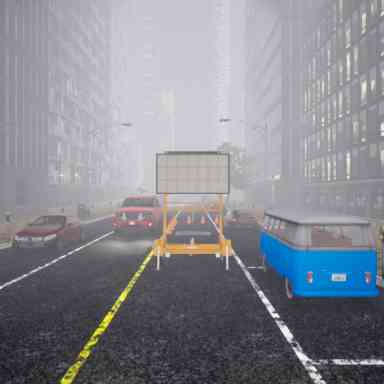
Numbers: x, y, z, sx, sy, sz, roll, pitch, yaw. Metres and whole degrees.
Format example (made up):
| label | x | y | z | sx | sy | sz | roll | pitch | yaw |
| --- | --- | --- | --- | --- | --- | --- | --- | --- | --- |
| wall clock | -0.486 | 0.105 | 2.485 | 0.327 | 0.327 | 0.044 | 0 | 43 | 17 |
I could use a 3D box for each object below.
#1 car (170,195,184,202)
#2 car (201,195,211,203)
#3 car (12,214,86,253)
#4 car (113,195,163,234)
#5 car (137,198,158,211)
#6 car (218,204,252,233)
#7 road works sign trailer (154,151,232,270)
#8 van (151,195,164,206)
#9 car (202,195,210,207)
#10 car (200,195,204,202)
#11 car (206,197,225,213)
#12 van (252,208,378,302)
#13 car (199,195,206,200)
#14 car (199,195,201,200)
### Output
| label | x | y | z | sx | sy | sz | roll | pitch | yaw |
| --- | --- | --- | --- | --- | --- | --- | --- | --- | --- |
| car | -2.909 | 1.577 | 60.819 | 1.895 | 1.301 | 4.718 | 0 | 0 | 1 |
| car | 2.878 | 1.401 | 70.592 | 1.967 | 1.590 | 4.097 | 0 | 0 | 0 |
| car | -5.656 | 1.582 | 13.693 | 1.802 | 1.307 | 4.206 | 0 | 0 | 0 |
| car | -3.048 | 1.221 | 19.657 | 2.150 | 2.045 | 5.566 | 0 | 0 | 0 |
| car | -5.580 | 1.548 | 42.156 | 2.008 | 1.369 | 4.403 | 0 | 0 | 0 |
| car | 2.740 | 1.581 | 19.360 | 1.802 | 1.307 | 4.206 | 0 | 0 | 0 |
| road works sign trailer | 0.027 | 0.464 | 11.002 | 2.380 | 3.560 | 2.880 | 0 | 0 | 0 |
| van | -5.548 | 1.328 | 53.541 | 1.690 | 1.788 | 3.998 | 0 | 0 | 0 |
| car | 2.817 | 1.544 | 47.822 | 2.008 | 1.369 | 4.403 | 0 | 0 | 0 |
| car | 2.832 | 1.538 | 53.515 | 2.008 | 1.369 | 4.403 | 0 | 0 | 0 |
| car | 2.786 | 1.581 | 36.438 | 1.802 | 1.307 | 4.206 | 0 | 0 | 0 |
| van | 2.709 | 1.341 | 7.976 | 1.690 | 1.788 | 3.998 | 0 | 0 | 0 |
| car | 2.939 | 1.463 | 93.362 | 1.887 | 1.381 | 4.507 | 0 | 0 | 0 |
| car | 2.863 | 1.410 | 64.900 | 1.967 | 1.590 | 4.097 | 0 | 0 | 0 |
